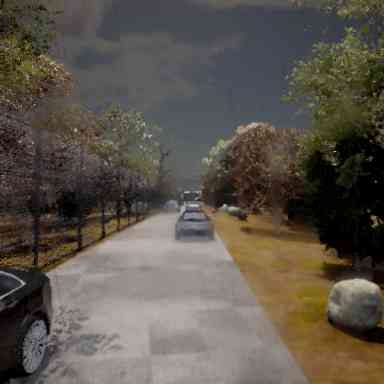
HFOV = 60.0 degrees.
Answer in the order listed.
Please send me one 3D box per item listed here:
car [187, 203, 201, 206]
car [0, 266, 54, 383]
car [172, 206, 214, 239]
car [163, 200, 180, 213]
[{"bbox_3d":[0.205,1.891,35.507,1.812,1.442,4.674,0,-1,0],"label":"car"},{"bbox_3d":[-2.847,1.498,2.734,2.128,1.511,4.902,0,0,0],"label":"car"},{"bbox_3d":[0.132,1.670,17.951,1.994,1.385,4.181,0,-1,0],"label":"car"},{"bbox_3d":[-2.674,1.903,44.235,2.097,1.767,4.553,0,-1,1],"label":"car"}]
